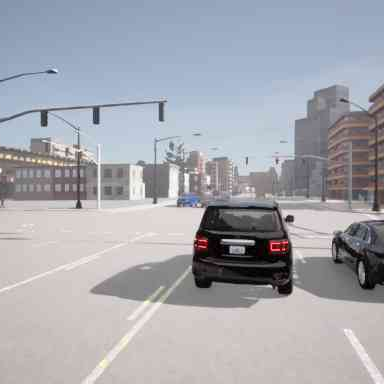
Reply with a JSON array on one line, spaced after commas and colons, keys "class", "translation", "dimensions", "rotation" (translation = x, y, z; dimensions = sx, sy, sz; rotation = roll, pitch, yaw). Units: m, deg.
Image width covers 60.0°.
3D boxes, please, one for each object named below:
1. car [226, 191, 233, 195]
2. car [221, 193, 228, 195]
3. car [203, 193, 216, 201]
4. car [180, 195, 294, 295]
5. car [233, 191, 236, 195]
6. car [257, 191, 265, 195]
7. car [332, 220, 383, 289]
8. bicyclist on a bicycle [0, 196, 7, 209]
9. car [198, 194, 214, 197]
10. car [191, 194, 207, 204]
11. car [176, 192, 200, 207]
[{"class": "car", "translation": [6.581, 1.058, 66.137], "dimensions": [1.837, 1.490, 4.892], "rotation": [0, 1, 12]}, {"class": "car", "translation": [4.293, 1.349, 55.164], "dimensions": [1.895, 1.301, 4.718], "rotation": [0, 1, 12]}, {"class": "car", "translation": [3.653, 1.058, 69.148], "dimensions": [2.033, 1.411, 5.357], "rotation": [0, 1, 12]}, {"class": "car", "translation": [1.558, 1.221, 9.073], "dimensions": [2.150, 2.045, 5.566], "rotation": [0, 0, 15]}, {"class": "car", "translation": [9.629, 0.424, 80.967], "dimensions": [1.812, 1.442, 4.674], "rotation": [0, 1, 11]}, {"class": "car", "translation": [17.620, 0.558, 85.140], "dimensions": [2.097, 1.767, 4.553], "rotation": [0, 1, 11]}, {"class": "car", "translation": [5.118, 1.505, 8.945], "dimensions": [1.837, 1.490, 4.892], "rotation": [0, 0, 11]}, {"class": "bicyclist on a bicycle", "translation": [-23.742, 1.303, 41.537], "dimensions": [0.582, 1.620, 1.656], "rotation": [0, 0, 10]}, {"class": "car", "translation": [2.436, 1.381, 46.090], "dimensions": [1.837, 1.490, 4.892], "rotation": [0, 1, 12]}, {"class": "car", "translation": [1.295, 1.217, 57.975], "dimensions": [1.837, 1.490, 4.892], "rotation": [0, 1, 11]}, {"class": "car", "translation": [-0.639, 1.079, 48.503], "dimensions": [2.150, 2.045, 5.566], "rotation": [0, 1, 12]}]
